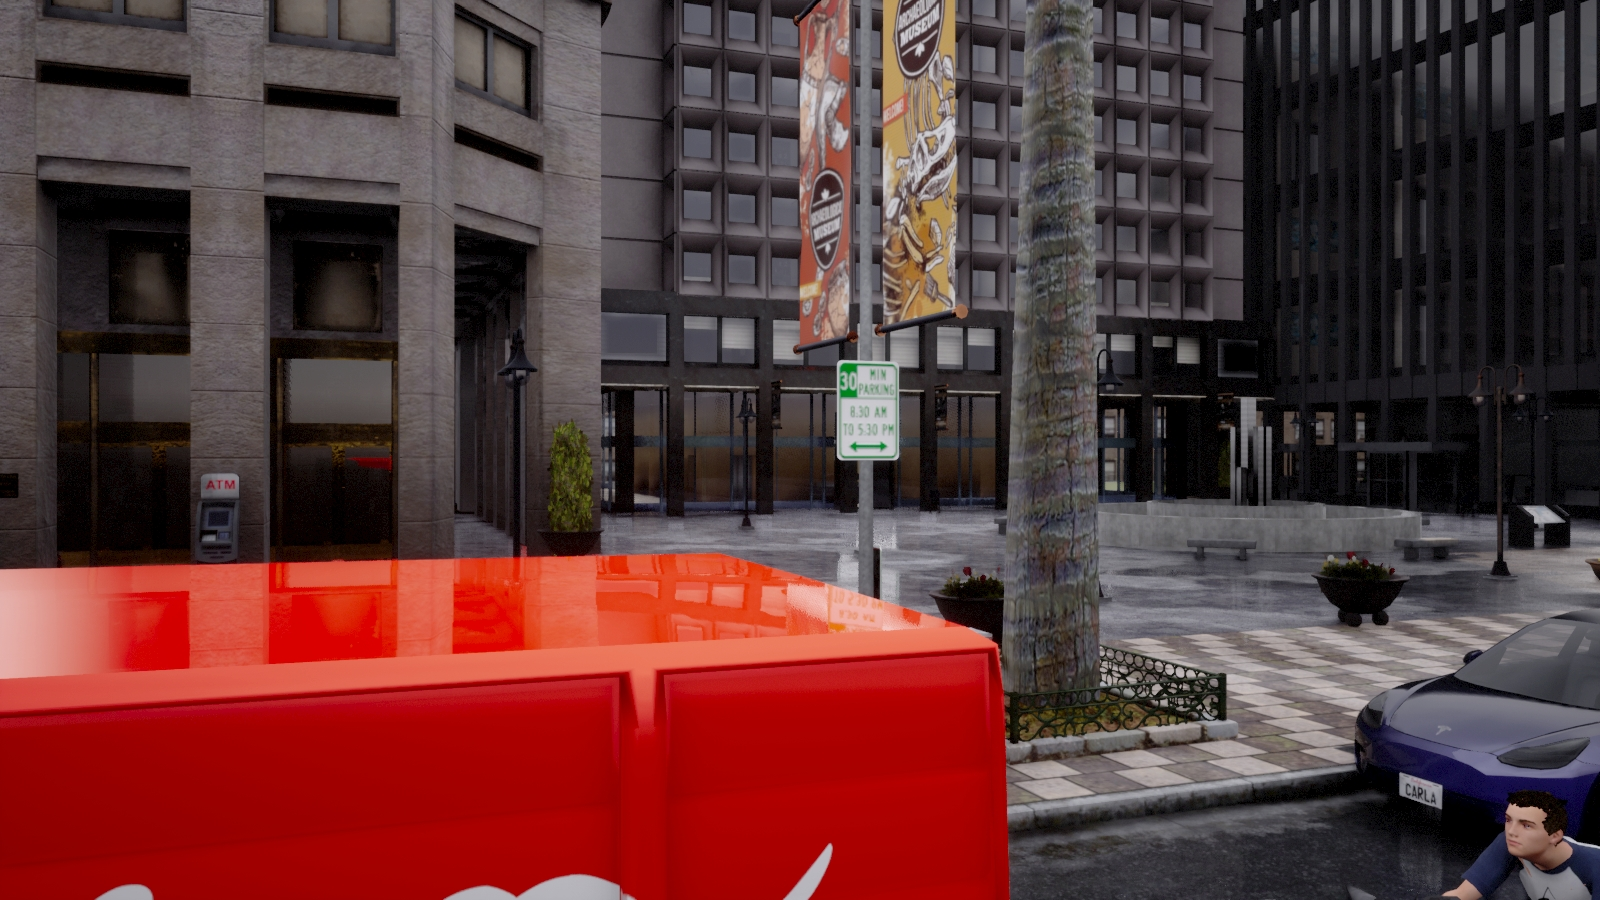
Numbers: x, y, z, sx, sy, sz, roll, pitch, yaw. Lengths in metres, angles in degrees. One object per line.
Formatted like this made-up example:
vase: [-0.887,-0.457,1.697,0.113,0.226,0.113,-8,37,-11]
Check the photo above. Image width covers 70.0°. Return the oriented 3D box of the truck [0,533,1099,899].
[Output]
truck: [-2.337,1.568,2.464,5.204,2.467,2.627,0,0,-20]
